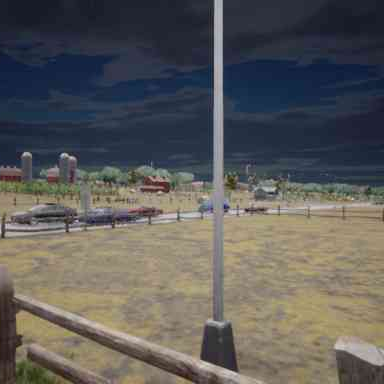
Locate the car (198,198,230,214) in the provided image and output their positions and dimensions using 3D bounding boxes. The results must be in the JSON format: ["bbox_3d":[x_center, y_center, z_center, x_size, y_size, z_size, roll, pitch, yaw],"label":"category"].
[{"bbox_3d":[3.013,1.811,44.783,2.150,2.045,5.566,2,0,36],"label":"car"}]

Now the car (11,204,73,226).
[{"bbox_3d":[-11.091,1.685,25.281,1.837,1.490,4.892,2,0,36],"label":"car"}]

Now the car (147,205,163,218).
[{"bbox_3d":[-5.130,1.949,33.538,1.895,1.301,4.718,2,0,36],"label":"car"}]

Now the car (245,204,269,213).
[{"bbox_3d":[9.637,2.407,49.033,1.895,1.301,4.718,2,0,36],"label":"car"}]

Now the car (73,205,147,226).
[{"bbox_3d":[-6.447,1.878,26.812,2.033,1.411,5.357,2,0,37],"label":"car"}]
